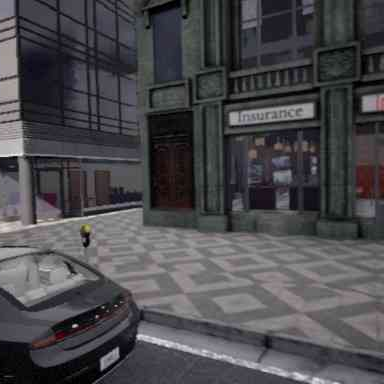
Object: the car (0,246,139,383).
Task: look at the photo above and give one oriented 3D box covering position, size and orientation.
[{"bbox_3d":[-2.742,1.408,4.291,4.403,1.369,2.008,0,3,28],"label":"car"}]
